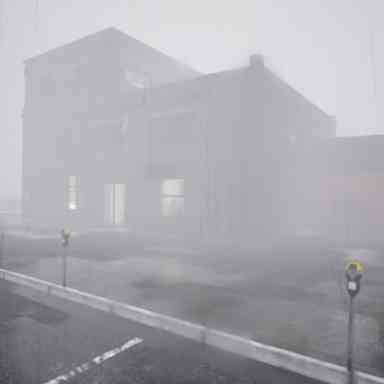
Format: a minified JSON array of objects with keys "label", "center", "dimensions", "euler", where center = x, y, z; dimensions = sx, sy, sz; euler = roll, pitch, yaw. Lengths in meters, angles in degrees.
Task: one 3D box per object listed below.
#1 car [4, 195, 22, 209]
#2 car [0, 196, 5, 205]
[{"label":"car","center":[-20.613,1.443,41.346],"dimensions":[1.947,1.339,4.313],"euler":[1,0,36]},{"label":"car","center":[-23.839,1.402,36.915],"dimensions":[2.008,1.369,4.403],"euler":[1,0,36]}]
